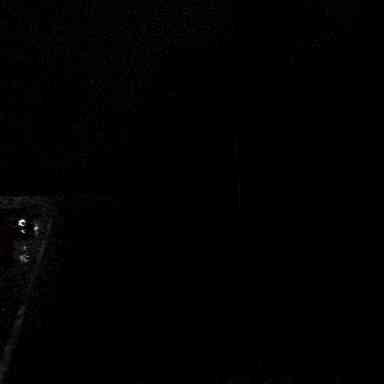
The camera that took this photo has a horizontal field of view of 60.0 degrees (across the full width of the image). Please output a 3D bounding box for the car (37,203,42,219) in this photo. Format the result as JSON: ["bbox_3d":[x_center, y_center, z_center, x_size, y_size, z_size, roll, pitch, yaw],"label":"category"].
[{"bbox_3d":[-14.465,1.658,29.493,1.895,1.301,4.718,-3,3,-21],"label":"car"}]

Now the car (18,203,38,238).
[{"bbox_3d":[-10.242,1.638,18.795,2.097,1.767,4.553,-3,2,-22],"label":"car"}]

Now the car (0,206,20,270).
[{"bbox_3d":[-6.466,1.528,9.239,2.150,2.045,5.566,-3,1,-22],"label":"car"}]
